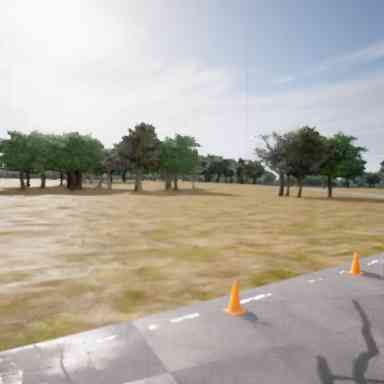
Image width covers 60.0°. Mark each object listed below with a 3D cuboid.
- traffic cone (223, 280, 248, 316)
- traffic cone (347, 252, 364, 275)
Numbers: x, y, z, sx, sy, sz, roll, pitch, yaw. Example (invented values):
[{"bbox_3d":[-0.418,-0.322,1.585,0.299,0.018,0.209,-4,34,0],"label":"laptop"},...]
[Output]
[{"bbox_3d":[0.830,1.983,6.343,0.340,0.580,0.340,0,0,-38],"label":"traffic cone"},{"bbox_3d":[4.642,2.003,9.419,0.340,0.580,0.340,0,0,-40],"label":"traffic cone"}]
